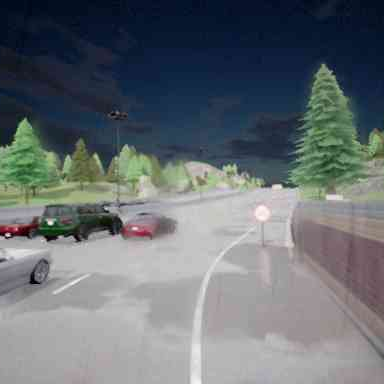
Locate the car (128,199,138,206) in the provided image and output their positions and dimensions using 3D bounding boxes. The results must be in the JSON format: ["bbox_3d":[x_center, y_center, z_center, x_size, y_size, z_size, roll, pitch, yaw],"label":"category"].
[{"bbox_3d":[-10.757,2.171,62.262,1.837,1.490,4.892,-1,0,18],"label":"car"}]

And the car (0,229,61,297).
[{"bbox_3d":[-4.935,1.766,7.200,1.895,1.301,4.718,-1,-1,5],"label":"car"}]

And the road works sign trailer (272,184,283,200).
[{"bbox_3d":[20.401,0.001,79.569,2.380,3.560,2.880,-4,0,17],"label":"road works sign trailer"}]

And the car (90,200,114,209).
[{"bbox_3d":[-17.411,2.348,64.353,2.128,1.511,4.902,-1,0,18],"label":"car"}]

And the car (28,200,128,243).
[{"bbox_3d":[-6.156,1.614,18.913,2.150,2.045,5.566,-1,0,18],"label":"car"}]

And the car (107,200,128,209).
[{"bbox_3d":[-14.084,2.277,63.315,1.812,1.442,4.674,-1,0,18],"label":"car"}]

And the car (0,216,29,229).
[{"bbox_3d":[-9.370,2.077,20.291,1.895,1.301,4.718,-1,-1,18],"label":"car"}]

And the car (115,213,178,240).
[{"bbox_3d":[-2.349,1.875,19.250,1.994,1.385,4.181,-1,-1,18],"label":"car"}]

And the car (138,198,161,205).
[{"bbox_3d":[-7.411,1.933,61.282,2.097,1.767,4.553,-1,0,18],"label":"car"}]
